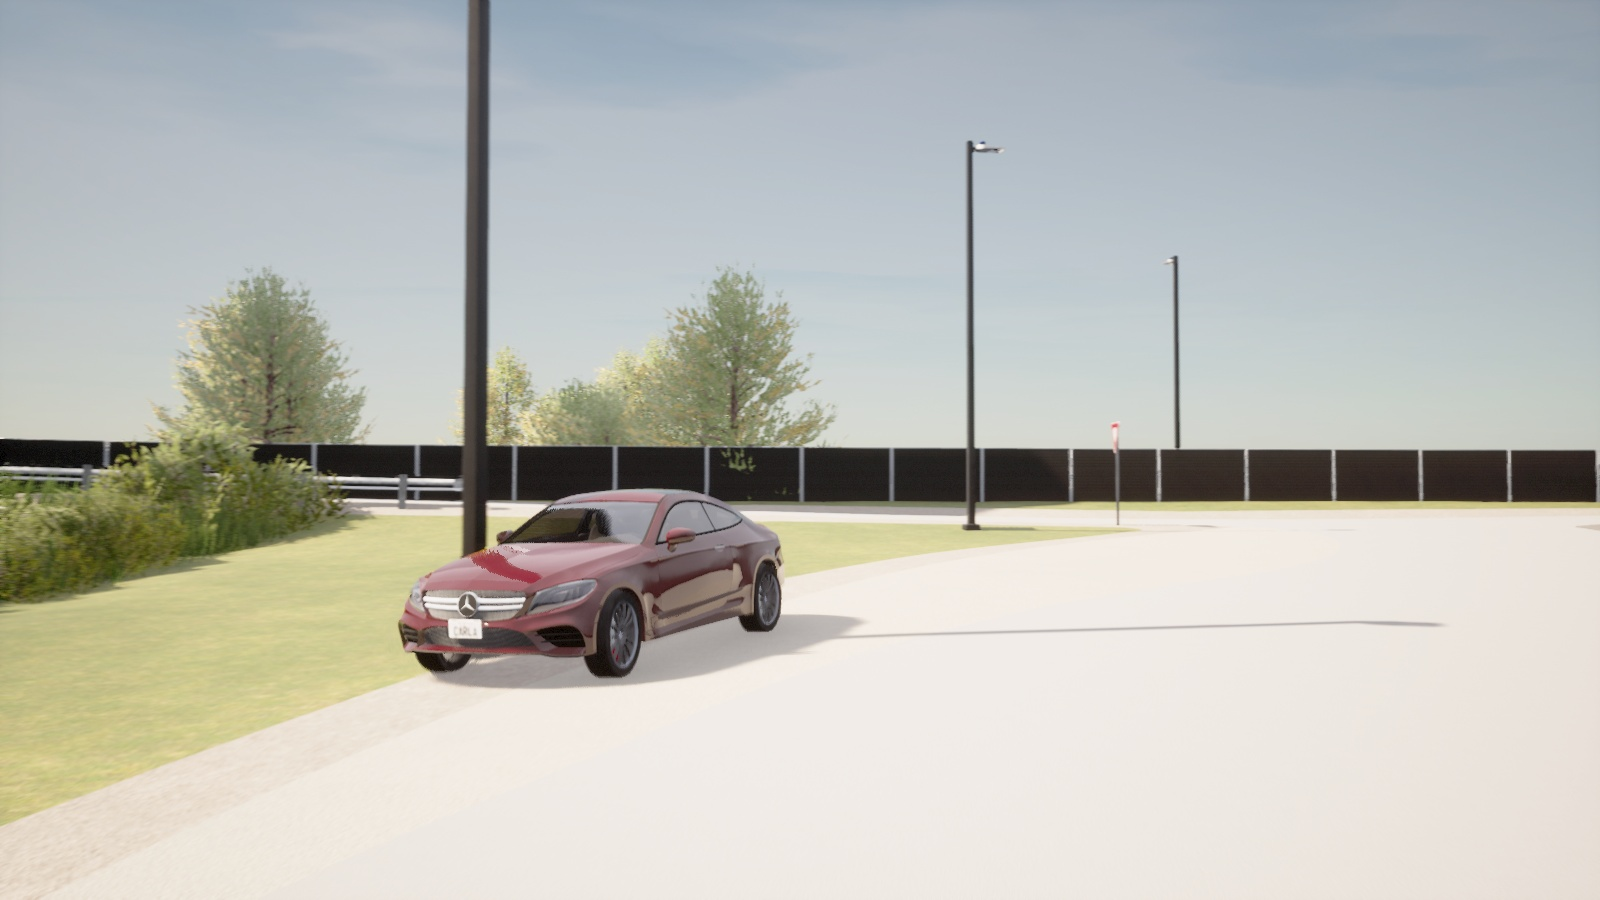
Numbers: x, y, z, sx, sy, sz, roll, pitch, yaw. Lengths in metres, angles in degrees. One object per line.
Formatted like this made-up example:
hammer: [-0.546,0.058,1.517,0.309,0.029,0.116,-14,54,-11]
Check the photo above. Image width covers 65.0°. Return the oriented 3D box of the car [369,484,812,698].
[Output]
car: [-1.610,1.114,11.571,1.812,1.442,4.674,-3,-1,22]
